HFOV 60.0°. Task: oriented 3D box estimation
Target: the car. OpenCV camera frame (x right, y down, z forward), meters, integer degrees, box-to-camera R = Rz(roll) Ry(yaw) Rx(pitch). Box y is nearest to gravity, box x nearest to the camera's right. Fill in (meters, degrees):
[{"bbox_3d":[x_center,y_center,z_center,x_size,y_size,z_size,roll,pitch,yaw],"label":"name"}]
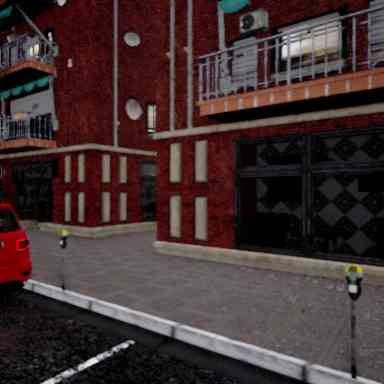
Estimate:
[{"bbox_3d":[-5.810,1.184,7.378,5.566,2.045,2.150,0,0,36],"label":"car"}]
